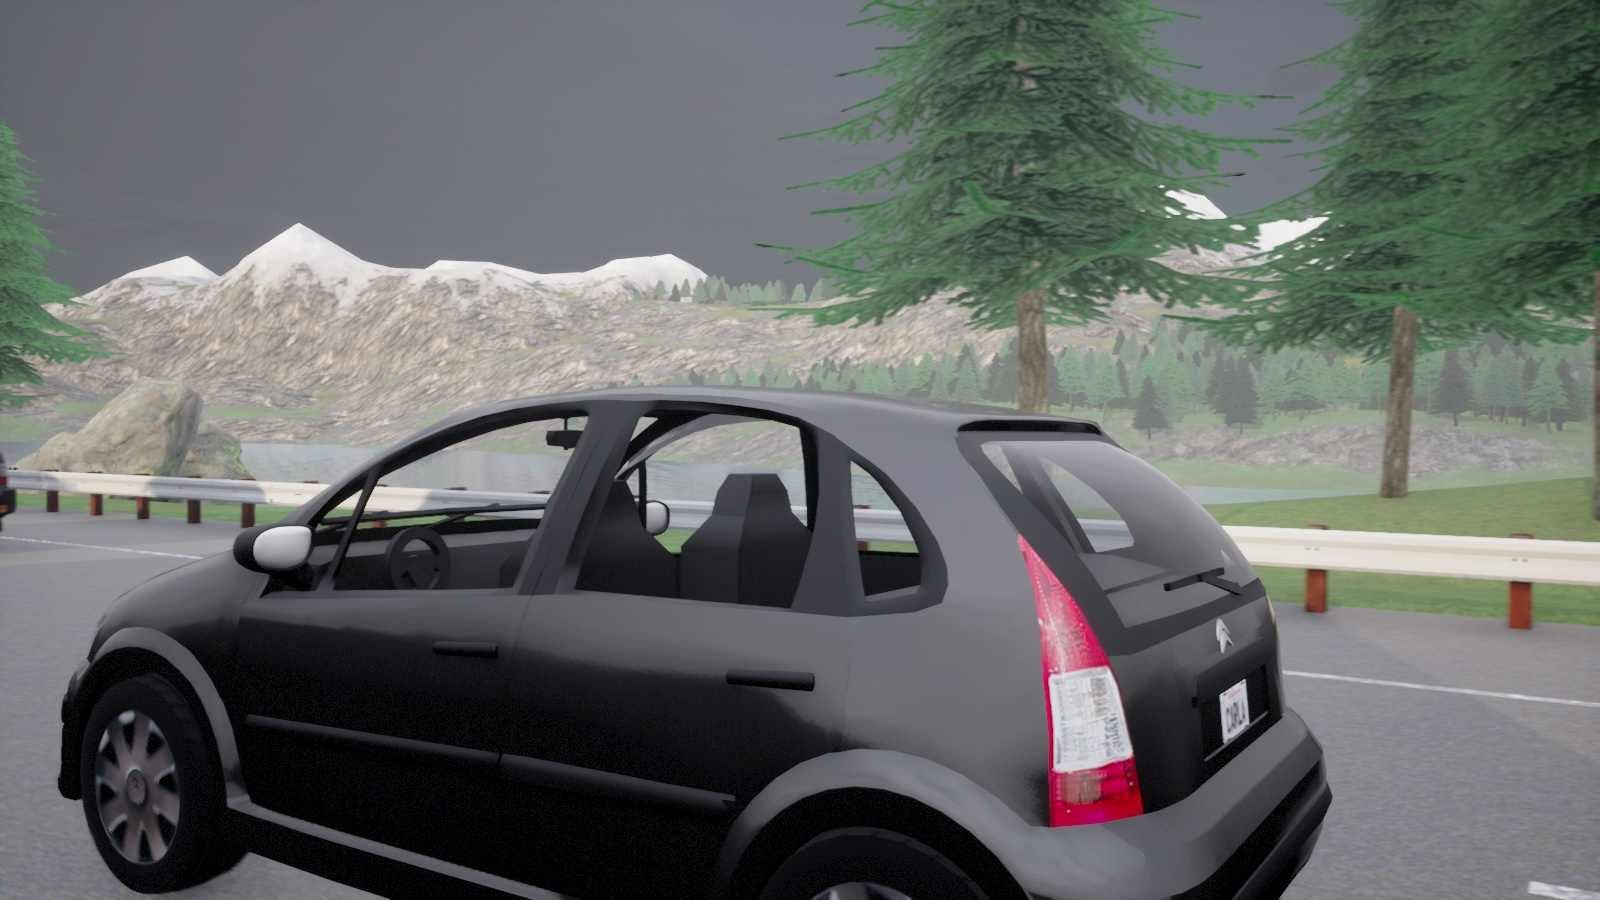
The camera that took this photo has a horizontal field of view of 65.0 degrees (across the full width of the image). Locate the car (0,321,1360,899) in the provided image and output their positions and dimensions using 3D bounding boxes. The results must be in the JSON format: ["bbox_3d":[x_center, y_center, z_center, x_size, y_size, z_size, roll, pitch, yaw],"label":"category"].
[{"bbox_3d":[-0.553,0.580,3.955,3.988,1.617,1.851,0,1,33],"label":"car"}]

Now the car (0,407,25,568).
[{"bbox_3d":[-11.584,0.445,15.185,4.605,1.855,1.932,0,1,33],"label":"car"}]
